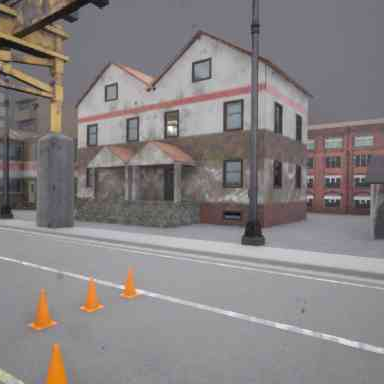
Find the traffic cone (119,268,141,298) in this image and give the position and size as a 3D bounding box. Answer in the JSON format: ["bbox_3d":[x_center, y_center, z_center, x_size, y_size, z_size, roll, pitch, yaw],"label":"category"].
[{"bbox_3d":[-1.346,1.949,7.228,0.340,0.580,0.340,0,0,36],"label":"traffic cone"}]

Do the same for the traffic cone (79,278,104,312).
[{"bbox_3d":[-1.931,1.949,6.417,0.340,0.580,0.340,0,0,36],"label":"traffic cone"}]

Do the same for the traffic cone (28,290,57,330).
[{"bbox_3d":[-2.516,1.949,5.606,0.340,0.580,0.340,0,0,36],"label":"traffic cone"}]

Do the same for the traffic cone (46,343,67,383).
[{"bbox_3d":[-1.479,1.952,3.625,0.340,0.580,0.340,0,0,36],"label":"traffic cone"}]
